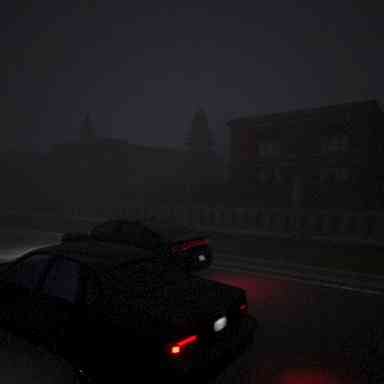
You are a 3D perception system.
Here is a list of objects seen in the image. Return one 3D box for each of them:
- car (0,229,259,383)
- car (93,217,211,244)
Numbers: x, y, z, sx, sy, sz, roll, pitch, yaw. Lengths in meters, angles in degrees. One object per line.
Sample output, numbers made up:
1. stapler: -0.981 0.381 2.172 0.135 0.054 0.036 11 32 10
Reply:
1. car: -1.717 1.527 5.216 5.357 1.411 2.033 0 0 36
2. car: -1.765 1.445 9.552 5.008 1.535 1.882 0 0 36
